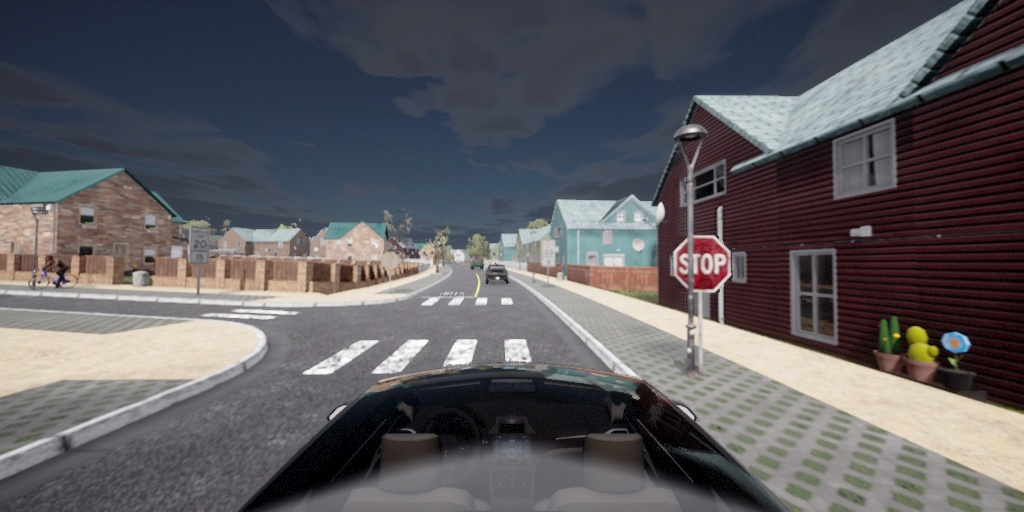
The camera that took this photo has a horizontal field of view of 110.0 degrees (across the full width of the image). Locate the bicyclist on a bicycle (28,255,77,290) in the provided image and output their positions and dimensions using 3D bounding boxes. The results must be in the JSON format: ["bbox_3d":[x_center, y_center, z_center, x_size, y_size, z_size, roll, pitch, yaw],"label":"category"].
[{"bbox_3d":[-21.577,0.769,16.896,0.582,1.620,1.656,1,-1,9],"label":"bicyclist on a bicycle"}]

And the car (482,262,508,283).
[{"bbox_3d":[-1.363,1.499,30.661,1.837,1.490,4.892,0,0,-5],"label":"car"}]
